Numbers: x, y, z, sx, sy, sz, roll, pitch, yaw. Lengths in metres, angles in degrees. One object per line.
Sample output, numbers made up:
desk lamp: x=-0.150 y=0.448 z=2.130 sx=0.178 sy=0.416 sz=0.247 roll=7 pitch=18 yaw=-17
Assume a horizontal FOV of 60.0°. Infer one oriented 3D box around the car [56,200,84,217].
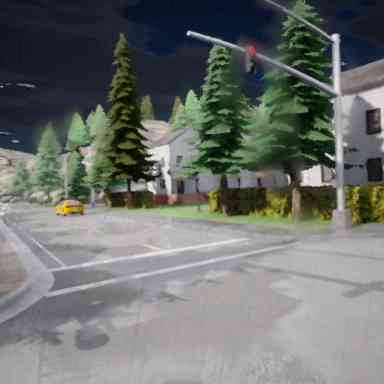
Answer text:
car: x=-12.251 y=1.563 z=33.331 sx=1.882 sy=1.535 sz=5.008 roll=-3 pitch=1 yaw=-32
